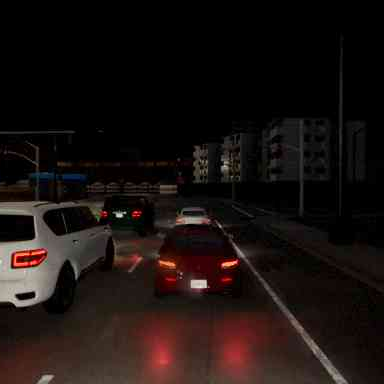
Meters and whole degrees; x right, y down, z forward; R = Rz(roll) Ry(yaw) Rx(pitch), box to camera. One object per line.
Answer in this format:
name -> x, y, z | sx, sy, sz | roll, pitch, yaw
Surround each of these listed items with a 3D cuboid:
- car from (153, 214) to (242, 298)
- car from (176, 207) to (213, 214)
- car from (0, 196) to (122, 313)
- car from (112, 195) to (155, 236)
car -> 0.116, 1.521, 8.408 | 1.812, 1.442, 4.674 | 0, 0, 0
car -> 0.106, 1.490, 17.495 | 1.812, 1.442, 4.674 | 0, 0, 1
car -> -3.387, 1.218, 7.764 | 2.150, 2.045, 5.566 | 0, 0, 0
car -> -3.362, 1.179, 18.123 | 2.150, 2.045, 5.566 | 0, 0, 0
